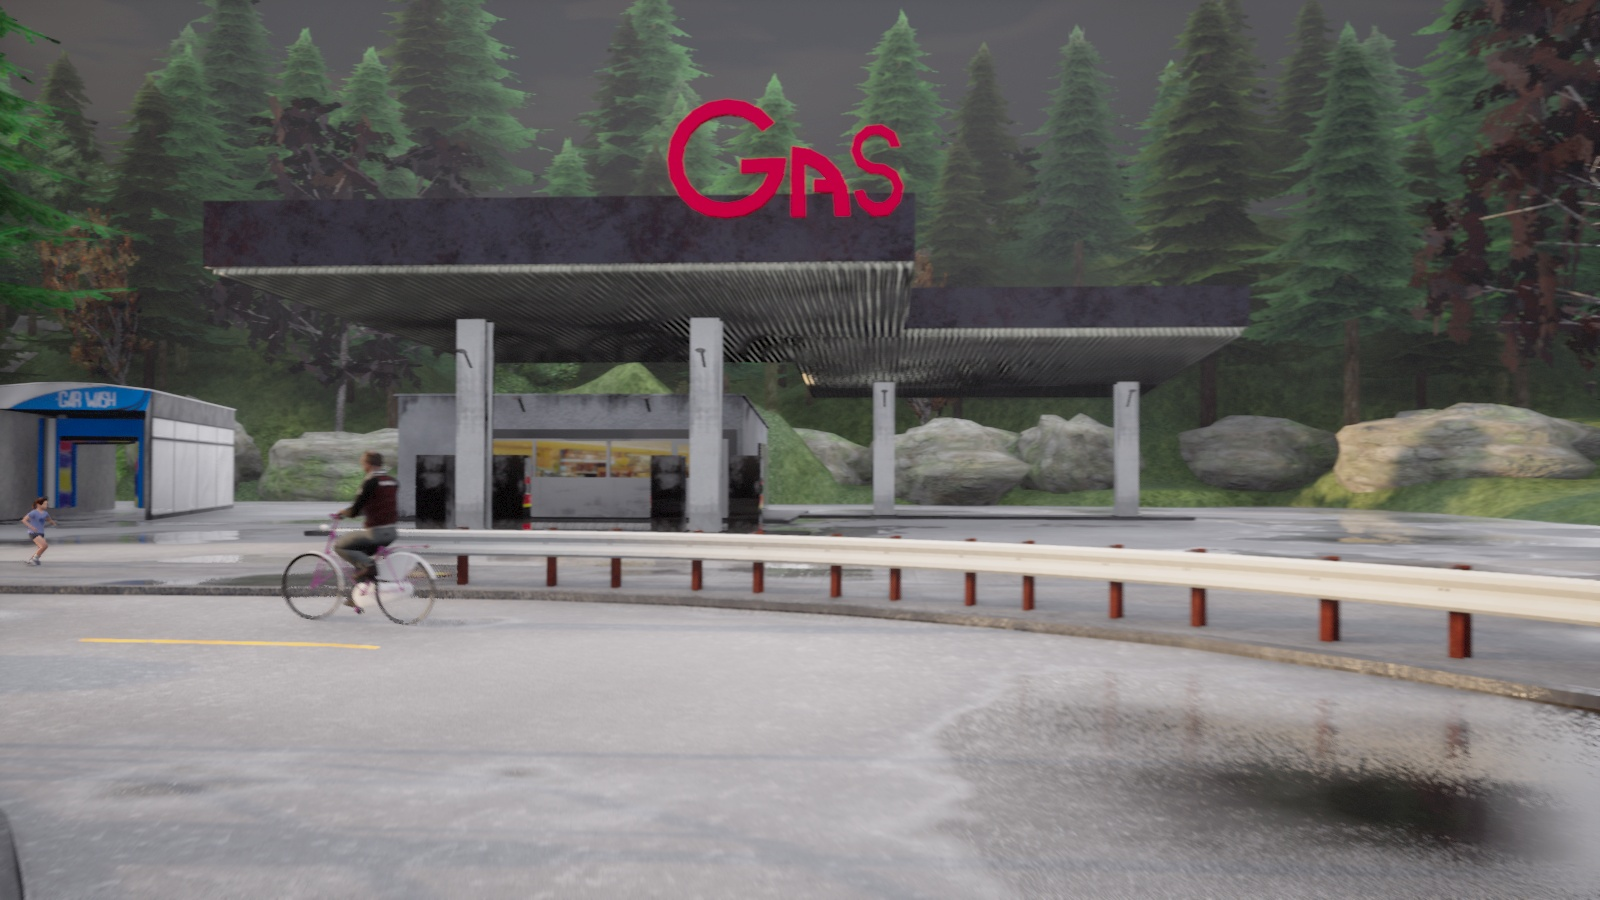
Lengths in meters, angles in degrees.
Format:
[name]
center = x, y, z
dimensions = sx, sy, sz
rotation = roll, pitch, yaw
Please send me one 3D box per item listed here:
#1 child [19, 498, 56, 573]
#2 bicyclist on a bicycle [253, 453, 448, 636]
[child]
center = -11.369, 1.274, 18.724
dimensions = 0.394, 1.110, 0.255
rotation = 0, -1, 4
[bicyclist on a bicycle]
center = -4.591, 0.925, 12.827
dimensions = 1.843, 1.776, 0.659
rotation = 0, 0, 19
